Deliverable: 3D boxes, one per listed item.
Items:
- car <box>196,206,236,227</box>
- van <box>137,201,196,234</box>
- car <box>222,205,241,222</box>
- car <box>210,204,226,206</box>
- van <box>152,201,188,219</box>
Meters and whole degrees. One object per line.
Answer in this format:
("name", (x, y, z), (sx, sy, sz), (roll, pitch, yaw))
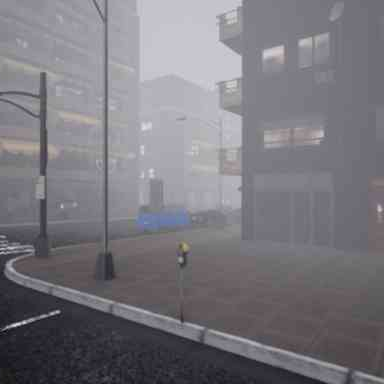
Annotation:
("car", (1.351, 1.995, 26.198), (1.947, 1.339, 4.313), (-1, -2, 35))
("van", (-1.717, 1.664, 21.587), (1.690, 1.788, 3.998), (-1, -2, 35))
("car", (4.556, 2.117, 30.714), (1.802, 1.307, 4.206), (-1, -2, 35))
("car", (2.924, 2.102, 38.327), (2.128, 1.511, 4.902), (0, -1, 35))
("van", (-2.281, 1.839, 35.509), (1.690, 1.788, 3.998), (-1, -2, 35))
